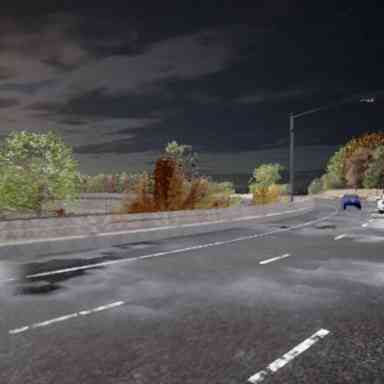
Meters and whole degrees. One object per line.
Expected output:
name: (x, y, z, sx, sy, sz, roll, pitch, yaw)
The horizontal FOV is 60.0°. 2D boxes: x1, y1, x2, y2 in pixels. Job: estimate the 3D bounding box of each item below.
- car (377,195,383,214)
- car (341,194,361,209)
car: (21.615, 1.295, 36.264, 2.150, 2.045, 5.566, 0, 0, 26)
car: (22.384, 1.303, 46.934, 2.150, 2.045, 5.566, 0, 0, 20)
